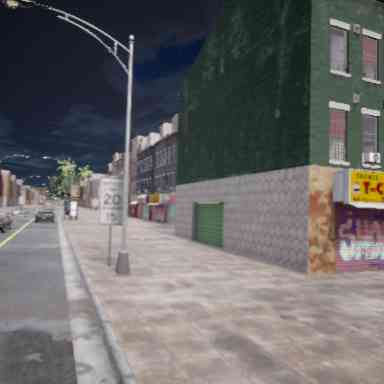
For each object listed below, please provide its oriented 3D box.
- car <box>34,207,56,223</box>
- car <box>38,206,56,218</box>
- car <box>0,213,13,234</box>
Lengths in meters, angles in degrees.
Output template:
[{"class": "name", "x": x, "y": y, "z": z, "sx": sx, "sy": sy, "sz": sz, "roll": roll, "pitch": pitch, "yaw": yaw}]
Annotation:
[{"class": "car", "x": -15.856, "y": 2.505, "z": 35.871, "sx": 2.128, "sy": 1.511, "sz": 4.902, "roll": 3, "pitch": -3, "yaw": -22}, {"class": "car", "x": -20.876, "y": 2.866, "z": 48.011, "sx": 2.128, "sy": 1.511, "sz": 4.902, "roll": 3, "pitch": -3, "yaw": -22}, {"class": "car", "x": -13.885, "y": 2.149, "z": 23.359, "sx": 1.895, "sy": 1.301, "sz": 4.718, "roll": 3, "pitch": -3, "yaw": -22}]
